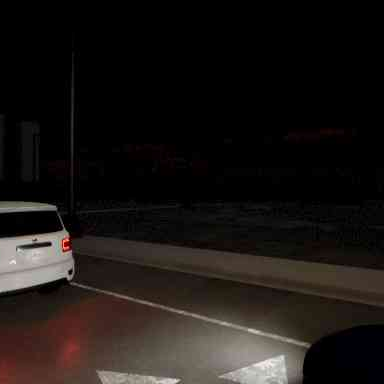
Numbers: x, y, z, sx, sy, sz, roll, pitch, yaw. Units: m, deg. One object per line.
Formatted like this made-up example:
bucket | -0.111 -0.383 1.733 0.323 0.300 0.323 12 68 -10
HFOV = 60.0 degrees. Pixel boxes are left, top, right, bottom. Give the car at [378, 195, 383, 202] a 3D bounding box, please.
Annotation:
car | 39.927 1.369 67.953 1.853 1.218 4.536 1 1 6

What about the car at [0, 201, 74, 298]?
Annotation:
car | -5.032 1.220 7.576 5.566 2.045 2.150 0 0 35

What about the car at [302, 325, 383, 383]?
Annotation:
car | 3.005 1.516 1.843 4.674 1.442 1.812 0 0 35

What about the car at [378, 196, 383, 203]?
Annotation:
car | 39.921 1.527 67.903 2.038 1.542 4.974 1 1 6
